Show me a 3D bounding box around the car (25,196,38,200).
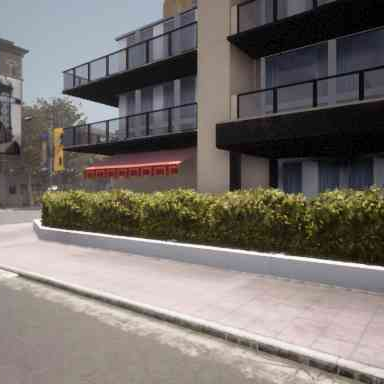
[{"bbox_3d":[-34.532,1.481,68.325,4.892,1.521,2.231,0,0,37],"label":"car"}]
